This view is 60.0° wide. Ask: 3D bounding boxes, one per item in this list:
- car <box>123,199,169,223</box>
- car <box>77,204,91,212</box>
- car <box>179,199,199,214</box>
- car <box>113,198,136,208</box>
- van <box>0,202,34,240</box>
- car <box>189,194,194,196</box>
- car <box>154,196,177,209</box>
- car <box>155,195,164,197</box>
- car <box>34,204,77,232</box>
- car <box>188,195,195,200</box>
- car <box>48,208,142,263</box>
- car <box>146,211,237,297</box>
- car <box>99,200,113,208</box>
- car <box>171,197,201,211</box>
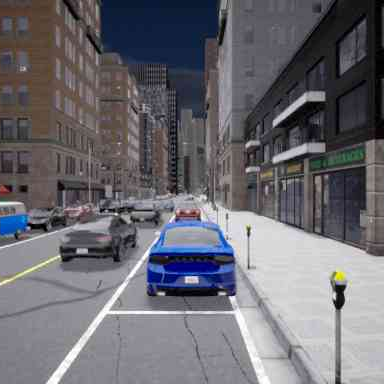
[{"bbox_3d":[-3.073,1.494,23.141,2.128,1.511,4.902,0,0,0],"label":"car"},{"bbox_3d":[-8.815,1.585,25.481,1.802,1.307,4.206,0,0,0],"label":"car"},{"bbox_3d":[-0.290,1.557,36.484,2.008,1.369,4.403,0,0,0],"label":"car"},{"bbox_3d":[-6.238,1.606,33.549,1.895,1.301,4.718,0,0,0],"label":"car"},{"bbox_3d":[-8.815,1.342,14.478,1.690,1.788,3.998,0,0,0],"label":"van"},{"bbox_3d":[-0.257,1.501,84.576,1.967,1.590,4.097,0,0,0],"label":"car"},{"bbox_3d":[-3.063,1.555,39.803,2.033,1.411,5.357,0,0,0],"label":"car"},{"bbox_3d":[-8.782,1.643,84.589,1.802,1.307,4.206,0,0,0],"label":"car"},{"bbox_3d":[-8.815,1.568,19.979,1.947,1.339,4.313,0,0,0],"label":"car"},{"bbox_3d":[-0.237,1.636,95.394,2.008,1.369,4.403,0,0,0],"label":"car"},{"bbox_3d":[-3.151,1.526,11.837,1.812,1.442,4.674,0,0,0],"label":"car"},{"bbox_3d":[-0.006,1.478,8.650,1.882,1.535,5.008,0,0,0],"label":"car"},{"bbox_3d":[-8.815,1.573,36.483,1.947,1.339,4.313,0,0,0],"label":"car"},{"bbox_3d":[-0.290,1.443,25.481,1.967,1.590,4.097,0,0,0],"label":"car"}]
